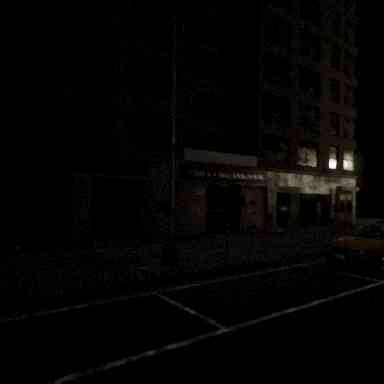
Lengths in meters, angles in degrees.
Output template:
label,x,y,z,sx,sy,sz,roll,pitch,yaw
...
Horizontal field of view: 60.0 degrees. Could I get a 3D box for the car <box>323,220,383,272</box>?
label,x,y,z,sx,sy,sz,roll,pitch,yaw
car,6.382,1.657,11.319,4.829,1.417,1.752,1,0,-36
